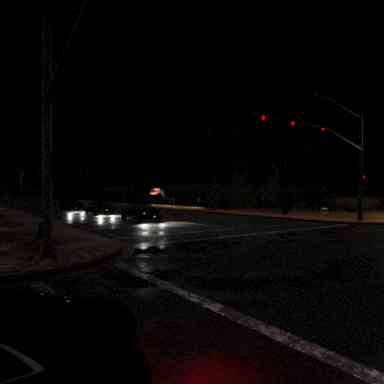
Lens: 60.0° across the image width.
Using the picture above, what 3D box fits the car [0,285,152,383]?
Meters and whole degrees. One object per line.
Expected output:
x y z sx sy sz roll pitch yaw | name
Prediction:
-2.621 1.513 1.991 4.892 1.490 1.837 0 0 -35 | car

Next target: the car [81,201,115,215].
-9.308 1.559 33.456 1.994 1.385 4.181 0 0 -35 | car

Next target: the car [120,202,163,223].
-4.081 1.521 26.138 1.812 1.442 4.674 0 0 -36 | car

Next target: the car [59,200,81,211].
-15.144 1.596 41.667 1.895 1.301 4.718 0 0 -35 | car
